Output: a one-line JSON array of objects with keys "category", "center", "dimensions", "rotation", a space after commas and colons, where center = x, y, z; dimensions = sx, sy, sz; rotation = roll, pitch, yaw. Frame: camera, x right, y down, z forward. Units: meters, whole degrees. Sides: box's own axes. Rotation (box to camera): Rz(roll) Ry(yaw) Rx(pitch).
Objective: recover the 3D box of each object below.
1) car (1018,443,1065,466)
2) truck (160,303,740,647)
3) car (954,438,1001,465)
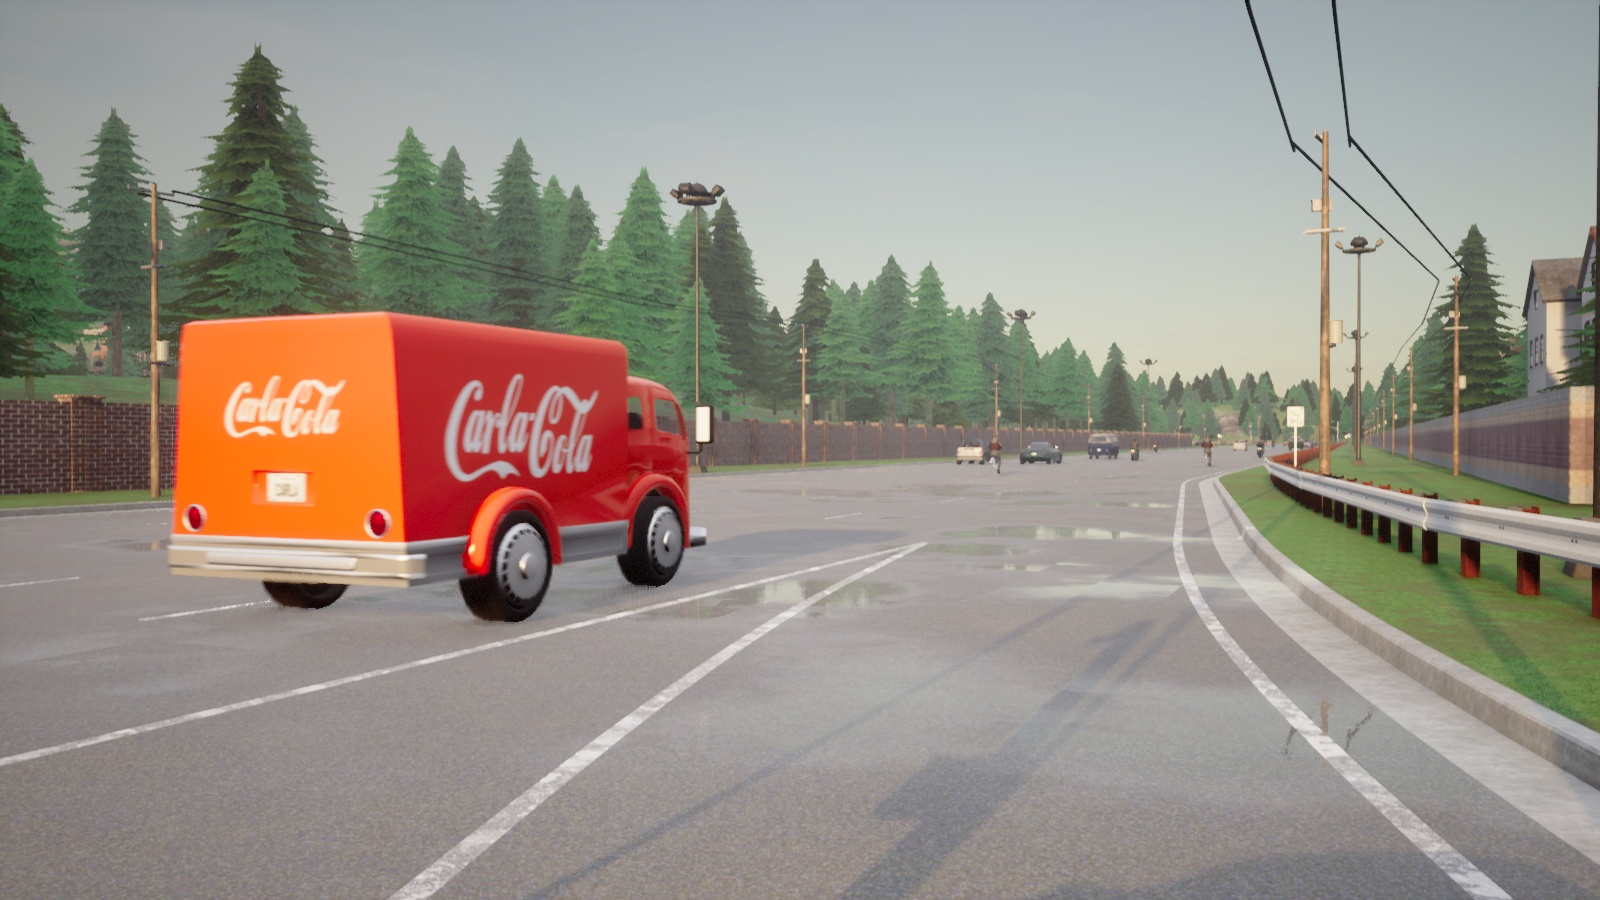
[{"category": "car", "center": [15.079, 0.254, 78.300], "dimensions": [1.994, 1.385, 4.181], "rotation": [0, 0, 23]}, {"category": "truck", "center": [-2.891, 0.169, 11.927], "dimensions": [2.627, 2.467, 5.204], "rotation": [0, 0, 23]}, {"category": "car", "center": [11.027, 0.089, 77.816], "dimensions": [1.851, 1.617, 3.988], "rotation": [0, 0, 24]}]
